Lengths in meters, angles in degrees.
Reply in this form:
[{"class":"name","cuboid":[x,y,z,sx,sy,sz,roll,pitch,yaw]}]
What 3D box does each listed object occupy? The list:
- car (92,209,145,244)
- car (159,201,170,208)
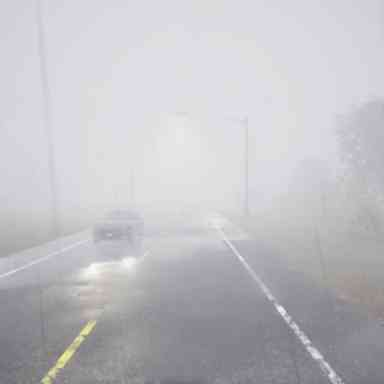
[{"class":"car","cuboid":[-3.607,1.637,17.067,1.882,1.535,5.008,0,-1,0]},{"class":"car","cuboid":[-4.844,2.176,58.734,1.895,1.301,4.718,0,-1,-6]}]
